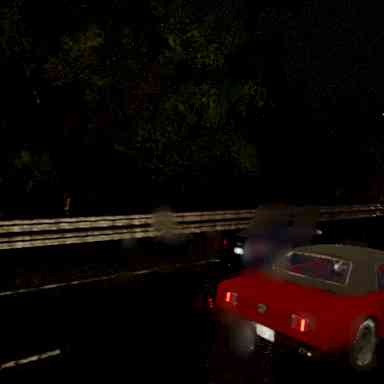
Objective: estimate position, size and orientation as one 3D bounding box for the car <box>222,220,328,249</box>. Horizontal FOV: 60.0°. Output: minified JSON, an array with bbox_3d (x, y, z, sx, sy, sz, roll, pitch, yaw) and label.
[{"bbox_3d":[2.889,1.562,10.151,4.181,1.385,1.994,0,0,-36],"label":"car"}]

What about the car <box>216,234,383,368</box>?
[{"bbox_3d":[2.785,1.599,5.757,4.718,1.301,1.895,0,0,-36],"label":"car"}]
